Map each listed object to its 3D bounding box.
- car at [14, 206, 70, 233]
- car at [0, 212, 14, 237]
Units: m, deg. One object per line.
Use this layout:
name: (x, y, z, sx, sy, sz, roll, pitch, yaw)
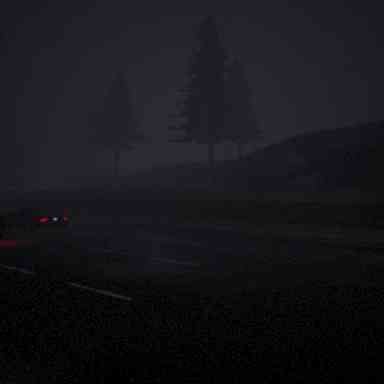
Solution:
car: (-9.371, 1.525, 19.664, 5.357, 1.411, 2.033, 0, 0, 39)
car: (-11.143, 1.456, 16.629, 5.008, 1.535, 1.882, 0, 0, 39)
